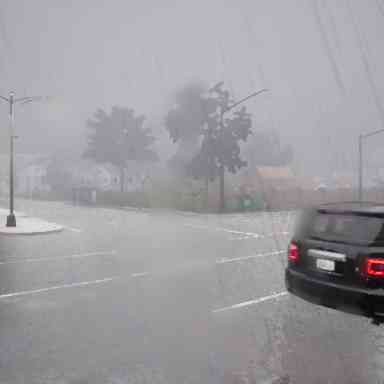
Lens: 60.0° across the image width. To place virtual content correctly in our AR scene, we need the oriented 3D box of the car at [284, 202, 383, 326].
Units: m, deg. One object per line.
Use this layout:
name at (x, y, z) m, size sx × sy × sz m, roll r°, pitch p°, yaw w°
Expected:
car at (4.286, 1.223, 6.798) m, size 5.566 × 2.045 × 2.150 m, roll 0°, pitch 0°, yaw -35°
